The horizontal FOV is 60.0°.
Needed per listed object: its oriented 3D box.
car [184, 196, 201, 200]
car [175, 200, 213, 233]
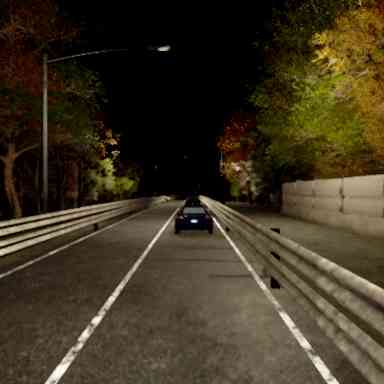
[{"bbox_3d":[0.110,1.237,41.763,2.128,1.511,4.902,0,0,0],"label":"car"},{"bbox_3d":[0.105,1.377,18.249,1.994,1.385,4.181,0,0,0],"label":"car"}]
